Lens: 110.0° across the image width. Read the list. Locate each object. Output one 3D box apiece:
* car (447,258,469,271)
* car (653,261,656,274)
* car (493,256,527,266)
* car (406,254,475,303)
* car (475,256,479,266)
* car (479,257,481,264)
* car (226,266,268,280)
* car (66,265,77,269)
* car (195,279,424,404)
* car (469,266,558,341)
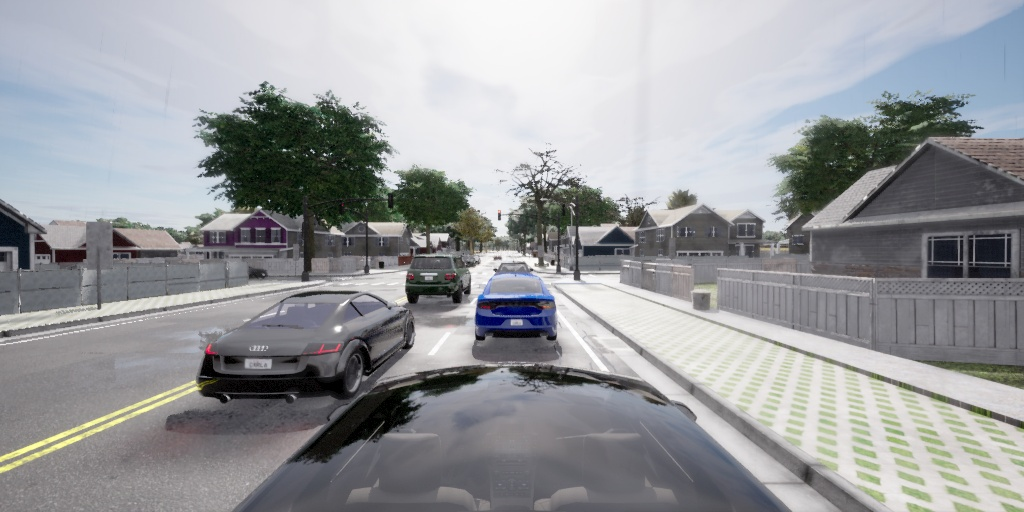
[{"bbox_3d":[-6.663,1.011,44.800,2.033,1.411,5.357,0,1,0],"label":"car"},{"bbox_3d":[12.675,1.095,32.532,4.718,1.301,1.895,0,1,1],"label":"car"},{"bbox_3d":[0.074,1.041,18.842,2.097,1.767,4.553,0,0,0],"label":"car"},{"bbox_3d":[-3.173,0.927,16.351,2.150,2.045,5.566,0,0,0],"label":"car"},{"bbox_3d":[-6.661,0.715,54.238,2.097,1.767,4.553,0,1,0],"label":"car"},{"bbox_3d":[-6.652,0.728,64.518,2.033,1.411,5.357,0,1,0],"label":"car"},{"bbox_3d":[-22.624,1.267,29.215,5.008,1.535,1.882,0,1,3],"label":"car"},{"bbox_3d":[-34.501,1.372,29.838,4.892,1.490,1.837,0,1,4],"label":"car"},{"bbox_3d":[-3.157,1.308,6.470,1.994,1.385,4.181,0,0,0],"label":"car"},{"bbox_3d":[0.088,1.213,9.887,1.882,1.535,5.008,0,0,0],"label":"car"}]
